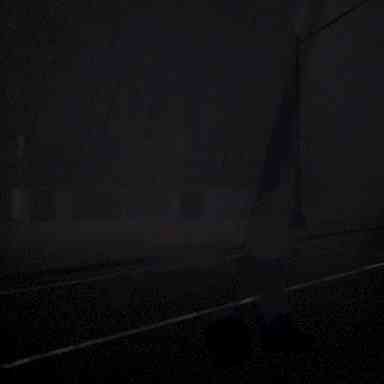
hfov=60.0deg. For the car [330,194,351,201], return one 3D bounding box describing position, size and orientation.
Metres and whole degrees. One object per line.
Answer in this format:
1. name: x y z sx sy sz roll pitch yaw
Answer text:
1. car: 36.197 1.412 81.879 1.970 1.475 3.806 0 -1 -37
